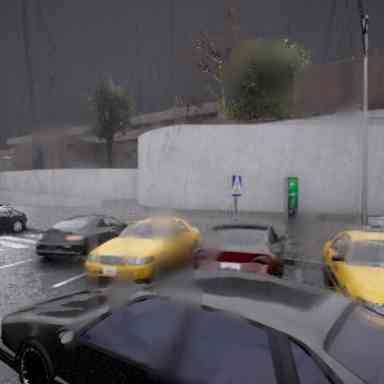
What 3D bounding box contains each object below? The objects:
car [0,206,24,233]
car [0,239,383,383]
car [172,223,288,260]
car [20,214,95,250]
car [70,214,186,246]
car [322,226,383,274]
[{"bbox_3d":[-10.785,1.482,17.187,2.231,1.521,4.892,0,-1,15],"label":"car"},{"bbox_3d":[0.220,1.545,3.221,5.357,1.411,2.033,0,0,36],"label":"car"},{"bbox_3d":[1.350,1.515,8.552,2.163,1.488,4.792,0,-1,15],"label":"car"},{"bbox_3d":[-3.514,1.516,11.984,2.002,1.452,4.674,0,-1,15],"label":"car"},{"bbox_3d":[-1.130,1.473,10.076,1.946,1.575,5.366,1,-1,15],"label":"car"},{"bbox_3d":[3.727,1.486,6.611,1.946,1.575,5.366,1,-1,16],"label":"car"}]
